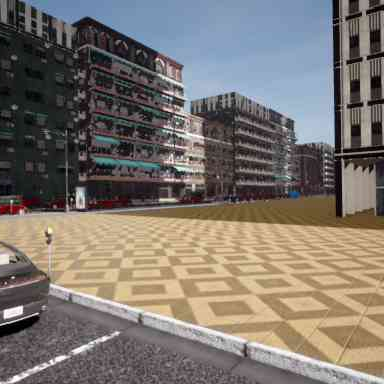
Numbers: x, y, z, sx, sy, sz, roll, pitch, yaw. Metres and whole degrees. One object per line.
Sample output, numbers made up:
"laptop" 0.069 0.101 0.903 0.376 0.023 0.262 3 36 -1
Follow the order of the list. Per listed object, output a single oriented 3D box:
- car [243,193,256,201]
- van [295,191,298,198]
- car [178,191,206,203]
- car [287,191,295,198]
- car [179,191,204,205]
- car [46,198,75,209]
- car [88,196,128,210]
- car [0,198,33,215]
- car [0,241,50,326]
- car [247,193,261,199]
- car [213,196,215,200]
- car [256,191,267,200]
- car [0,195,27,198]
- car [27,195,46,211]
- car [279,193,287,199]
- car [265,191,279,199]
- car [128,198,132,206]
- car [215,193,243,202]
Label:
"car" 9.909 1.048 63.742 1.887 1.381 4.507 -1 0 36
"van" 26.176 0.654 86.084 1.690 1.788 3.998 -1 0 36
"car" 0.032 0.860 59.870 2.150 2.045 5.566 -1 0 36
"car" 22.925 0.931 81.616 1.802 1.307 4.206 -1 0 36
"car" 0.146 1.062 50.338 1.967 1.590 4.097 -1 0 36
"car" -16.388 1.415 41.868 1.887 1.381 4.507 -1 0 36
"car" -9.616 1.186 36.933 1.967 1.590 4.097 -1 0 36
"car" -16.122 1.413 27.996 1.802 1.307 4.206 -1 0 36
"car" -4.419 1.553 6.221 4.403 1.369 2.008 0 -1 36
"car" 16.152 1.040 86.550 1.947 1.339 4.313 -1 0 36
"car" 6.388 1.028 73.144 1.967 1.590 4.097 -1 0 36
"car" 13.163 1.046 68.210 1.802 1.307 4.206 -1 0 36
"car" -19.505 1.251 33.201 2.097 1.767 4.553 -1 0 36
"car" -19.644 1.228 37.399 2.192 1.841 5.009 -1 0 36
"car" 19.670 0.938 77.147 2.008 1.369 4.403 -1 0 36
"car" 16.414 0.740 72.679 2.192 1.841 5.009 -1 0 36
"car" -10.313 1.306 45.825 1.812 1.442 4.674 -1 0 36
"car" 6.655 1.093 59.274 2.008 1.369 4.403 -1 0 36
